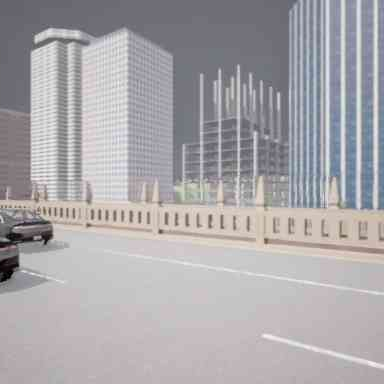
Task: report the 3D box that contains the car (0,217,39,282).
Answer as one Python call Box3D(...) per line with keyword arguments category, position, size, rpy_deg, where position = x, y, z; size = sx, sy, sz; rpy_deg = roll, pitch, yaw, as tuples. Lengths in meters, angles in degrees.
Box3D(category="car", position=(-6.328, 1.492, 8.501), size=(4.902, 1.511, 2.128), rpy_deg=(0, 0, 35))

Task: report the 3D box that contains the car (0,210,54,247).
Box3D(category="car", position=(-7.739, 1.493, 13.804), size=(4.902, 1.511, 2.128), rpy_deg=(0, 0, 35))
